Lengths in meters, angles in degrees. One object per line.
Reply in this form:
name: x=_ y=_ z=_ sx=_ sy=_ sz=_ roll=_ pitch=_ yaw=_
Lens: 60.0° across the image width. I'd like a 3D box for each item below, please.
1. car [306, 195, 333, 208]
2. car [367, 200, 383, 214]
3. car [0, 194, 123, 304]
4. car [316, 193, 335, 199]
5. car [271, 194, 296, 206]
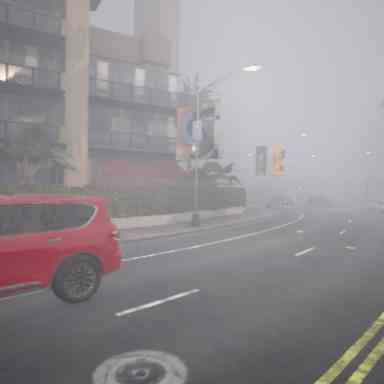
car: x=16.460 y=1.264 z=43.104 sx=1.837 sy=1.490 sz=4.892 roll=1 pitch=0 yaw=-3
car: x=19.743 y=1.528 z=34.282 sx=1.895 sy=1.301 sz=4.718 roll=1 pitch=1 yaw=9
car: x=-3.930 y=1.068 z=5.943 sx=5.566 sy=2.045 sz=2.150 roll=0 pitch=1 yaw=-45
car: x=34.672 y=0.958 z=86.493 sx=1.816 sy=1.474 sz=4.193 roll=1 pitch=1 yaw=-30
car: x=12.694 y=1.205 z=46.774 sx=1.837 sy=1.490 sz=4.892 roll=1 pitch=1 yaw=-10
